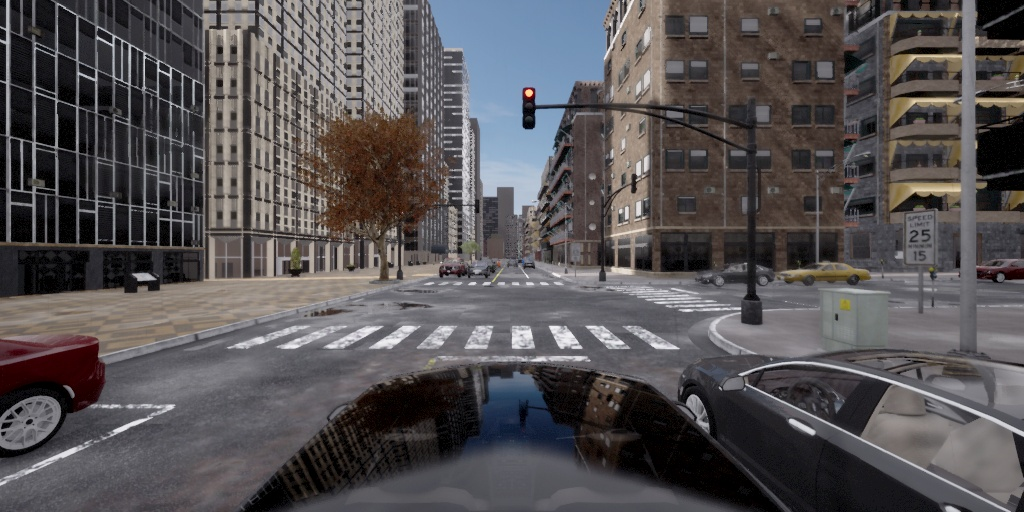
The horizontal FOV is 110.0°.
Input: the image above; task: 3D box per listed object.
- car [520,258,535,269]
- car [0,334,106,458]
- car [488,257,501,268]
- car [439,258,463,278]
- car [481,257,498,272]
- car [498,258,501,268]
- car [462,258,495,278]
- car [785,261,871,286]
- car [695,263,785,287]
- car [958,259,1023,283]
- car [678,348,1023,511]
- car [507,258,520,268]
[{"bbox_3d":[2.698,1.349,56.798,1.948,1.339,4.313,0,0,0],"label":"car"},{"bbox_3d":[-5.692,1.295,2.321,1.888,1.381,4.507,0,0,0],"label":"car"},{"bbox_3d":[-3.039,1.144,63.105,2.097,1.767,4.553,0,0,1],"label":"car"},{"bbox_3d":[-5.687,1.079,34.708,2.192,1.841,5.009,0,0,0],"label":"car"},{"bbox_3d":[-3.092,1.123,43.370,2.097,1.767,4.553,0,0,0],"label":"car"},{"bbox_3d":[-3.086,1.381,53.088,1.895,1.301,4.718,0,0,0],"label":"car"},{"bbox_3d":[-3.096,1.255,34.198,2.128,1.511,4.902,0,0,0],"label":"car"},{"bbox_3d":[18.834,0.993,21.788,4.829,1.417,1.751,0,0,-1],"label":"car"},{"bbox_3d":[13.437,1.095,21.734,4.403,1.370,2.007,0,0,-1],"label":"car"},{"bbox_3d":[30.139,0.859,21.901,4.507,1.381,1.888,0,0,-1],"label":"car"},{"bbox_3d":[2.689,1.300,2.319,2.007,1.370,4.403,0,0,0],"label":"car"},{"bbox_3d":[0.111,1.284,64.089,2.128,1.511,4.902,0,0,0],"label":"car"}]
